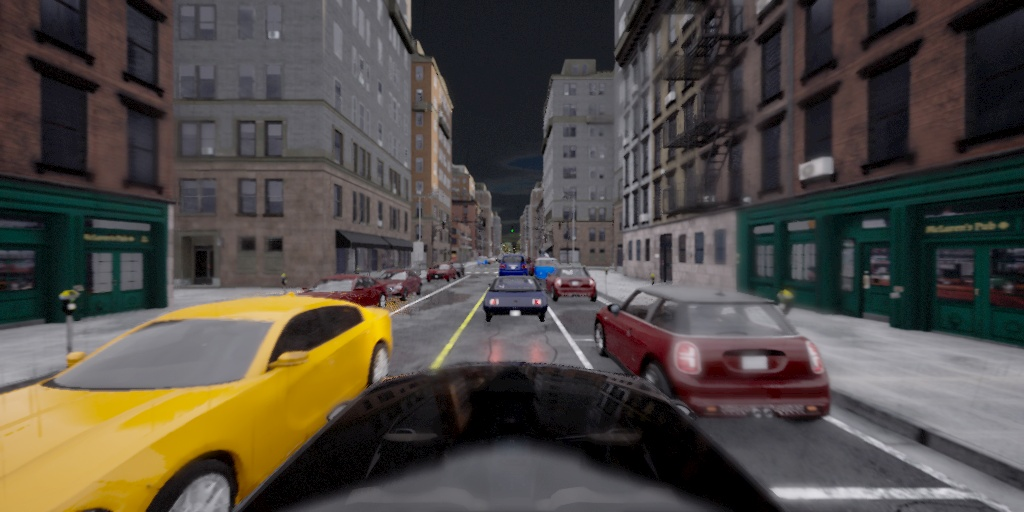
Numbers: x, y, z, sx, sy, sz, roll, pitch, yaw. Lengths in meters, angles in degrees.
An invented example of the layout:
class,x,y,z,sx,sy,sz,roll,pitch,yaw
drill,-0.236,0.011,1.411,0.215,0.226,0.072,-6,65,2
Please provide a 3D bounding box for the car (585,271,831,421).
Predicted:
class,x,y,z,sx,sy,sz,roll,pitch,yaw
car,2.637,1.181,5.834,1.967,1.591,4.097,0,0,0

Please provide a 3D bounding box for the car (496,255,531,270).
class,x,y,z,sx,sy,sz,roll,pitch,yaw
car,0.095,0.915,28.011,2.150,2.045,5.566,0,0,0

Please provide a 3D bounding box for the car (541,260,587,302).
class,x,y,z,sx,sy,sz,roll,pitch,yaw
car,2.636,1.158,16.856,1.967,1.591,4.097,0,0,0

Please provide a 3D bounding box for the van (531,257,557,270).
class,x,y,z,sx,sy,sz,roll,pitch,yaw
van,2.635,1.035,27.878,1.690,1.789,3.998,0,0,0

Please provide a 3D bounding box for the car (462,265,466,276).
class,x,y,z,sx,sy,sz,roll,pitch,yaw
car,-5.391,1.247,33.388,1.948,1.339,4.313,0,0,0

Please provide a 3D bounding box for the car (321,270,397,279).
class,x,y,z,sx,sy,sz,roll,pitch,yaw
car,-5.389,1.275,11.343,1.888,1.381,4.507,0,0,0

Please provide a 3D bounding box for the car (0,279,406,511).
class,x,y,z,sx,sy,sz,roll,pitch,yaw
car,-2.848,1.223,3.794,1.882,1.535,5.008,0,0,0

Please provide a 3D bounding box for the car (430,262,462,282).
class,x,y,z,sx,sy,sz,roll,pitch,yaw
car,-5.390,1.239,27.877,1.888,1.381,4.507,0,0,0

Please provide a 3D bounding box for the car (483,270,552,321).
class,x,y,z,sx,sy,sz,roll,pitch,yaw
car,0.100,1.329,12.372,1.895,1.301,4.718,0,0,0

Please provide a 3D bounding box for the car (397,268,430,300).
class,x,y,z,sx,sy,sz,roll,pitch,yaw
car,-5.389,1.300,16.855,1.802,1.307,4.207,0,0,0
